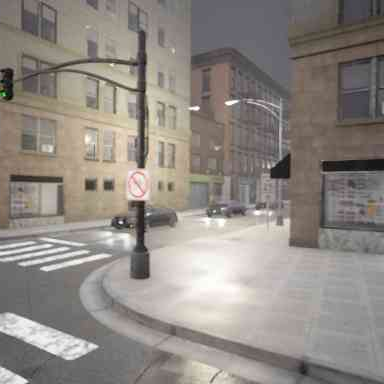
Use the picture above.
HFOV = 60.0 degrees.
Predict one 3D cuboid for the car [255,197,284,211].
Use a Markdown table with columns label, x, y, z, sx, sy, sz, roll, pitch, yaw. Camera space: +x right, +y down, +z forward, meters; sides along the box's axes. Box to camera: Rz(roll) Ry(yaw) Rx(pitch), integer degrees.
| label | x | y | z | sx | sy | sz | roll | pitch | yaw |
| --- | --- | --- | --- | --- | --- | --- | --- | --- | --- |
| car | 8.290 | 1.189 | 35.313 | 1.994 | 1.385 | 4.181 | 1 | 1 | 34 |

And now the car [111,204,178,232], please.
| label | x | y | z | sx | sy | sz | roll | pitch | yaw |
| --- | --- | --- | --- | --- | --- | --- | --- | --- | --- |
| car | -2.595 | 1.396 | 18.996 | 1.994 | 1.385 | 4.181 | 1 | 1 | 34 |

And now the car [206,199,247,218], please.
| label | x | y | z | sx | sy | sz | roll | pitch | yaw |
| --- | --- | --- | --- | --- | --- | --- | --- | --- | --- |
| car | 2.864 | 1.294 | 27.172 | 1.994 | 1.385 | 4.181 | 1 | 1 | 35 |
